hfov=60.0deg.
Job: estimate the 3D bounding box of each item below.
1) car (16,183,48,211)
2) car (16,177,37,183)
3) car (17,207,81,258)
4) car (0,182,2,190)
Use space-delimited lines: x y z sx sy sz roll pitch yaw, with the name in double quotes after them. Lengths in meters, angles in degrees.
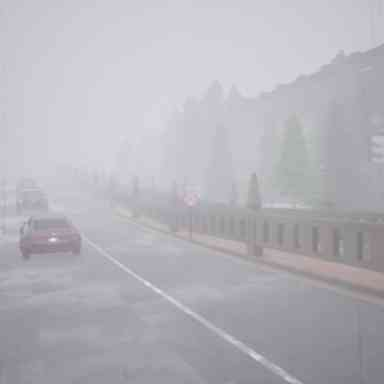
-12.576 0.515 26.148 2.097 1.767 4.553 0 5 -27 "car"
-19.016 -0.982 38.276 2.097 1.767 4.553 0 7 -28 "car"
-5.657 1.552 13.118 1.994 1.385 4.181 0 2 -27 "car"
-22.042 -0.749 36.508 2.033 1.411 5.357 0 7 -28 "car"
